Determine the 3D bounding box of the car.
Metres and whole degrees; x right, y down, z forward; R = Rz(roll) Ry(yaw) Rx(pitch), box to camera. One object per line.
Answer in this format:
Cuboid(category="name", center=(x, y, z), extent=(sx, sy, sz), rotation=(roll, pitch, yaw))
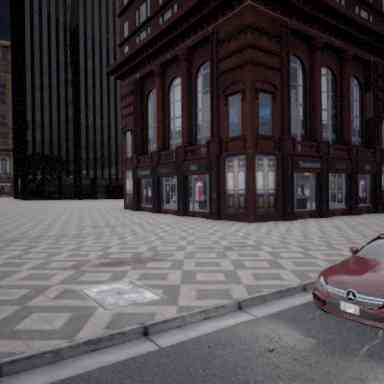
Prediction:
Cuboid(category="car", center=(4.322, 1.522, 6.470), extent=(4.674, 1.442, 1.812), rotation=(0, 0, -36))
